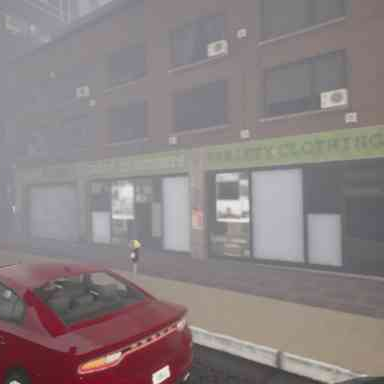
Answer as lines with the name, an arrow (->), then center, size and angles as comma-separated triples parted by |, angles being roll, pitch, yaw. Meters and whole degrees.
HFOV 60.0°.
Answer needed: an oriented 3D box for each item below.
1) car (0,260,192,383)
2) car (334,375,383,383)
car -> -2.102, 1.589, 4.393 | 4.507, 1.381, 1.887 | -1, -1, 36
car -> 2.511, 1.535, 1.095 | 4.403, 1.369, 2.008 | -1, -1, 36
